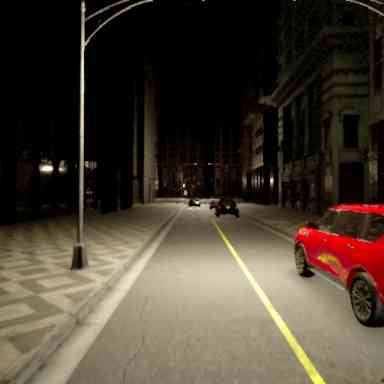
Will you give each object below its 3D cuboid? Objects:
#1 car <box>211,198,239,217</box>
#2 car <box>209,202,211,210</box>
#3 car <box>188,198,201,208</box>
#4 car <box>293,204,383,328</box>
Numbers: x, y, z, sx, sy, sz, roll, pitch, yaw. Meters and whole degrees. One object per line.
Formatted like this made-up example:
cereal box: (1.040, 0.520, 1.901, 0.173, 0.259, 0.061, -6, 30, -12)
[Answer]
car: (3.289, 1.448, 32.114, 2.097, 1.767, 4.553, 0, 0, 1)
car: (3.347, 1.739, 45.623, 1.895, 1.301, 4.718, 0, 0, 1)
car: (0.370, 1.683, 50.161, 2.033, 1.411, 5.357, 0, 0, 0)
car: (3.943, 1.262, 7.185, 2.150, 2.045, 5.566, 0, 0, 0)
